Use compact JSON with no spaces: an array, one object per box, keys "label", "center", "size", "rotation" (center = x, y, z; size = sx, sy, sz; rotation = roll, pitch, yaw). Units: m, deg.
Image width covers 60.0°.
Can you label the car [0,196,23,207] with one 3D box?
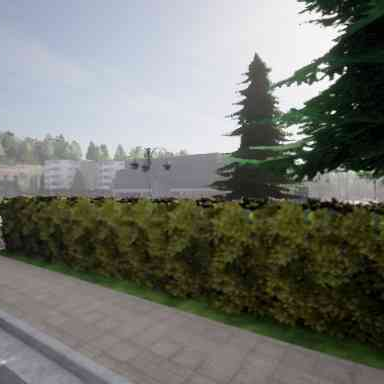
[{"label":"car","center":[-26.917,1.364,48.608],"size":[1.845,1.501,3.633],"rotation":[0,0,39]}]

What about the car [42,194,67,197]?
[{"label":"car","center":[-30.271,1.241,74.887],"size":[2.152,1.636,5.027],"rotation":[0,0,39]}]

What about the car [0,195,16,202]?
[{"label":"car","center":[-42.739,1.366,75.614],"size":[2.007,1.523,4.514],"rotation":[0,0,39]}]

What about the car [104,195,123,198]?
[{"label":"car","center":[-10.671,1.458,49.455],"size":[1.970,1.475,3.806],"rotation":[0,0,39]}]

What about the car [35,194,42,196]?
[{"label":"car","center":[-35.427,1.318,78.721],"size":[1.970,1.475,3.806],"rotation":[0,0,39]}]

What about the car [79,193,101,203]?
[{"label":"car","center":[-20.401,1.166,66.746],"size":[1.905,1.878,3.866],"rotation":[0,0,39]}]

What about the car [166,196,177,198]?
[{"label":"car","center":[-3.650,1.467,53.283],"size":[1.845,1.501,3.633],"rotation":[0,0,39]}]

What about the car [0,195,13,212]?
[{"label":"car","center":[-20.209,1.367,33.194],"size":[2.007,1.523,4.514],"rotation":[0,0,39]}]

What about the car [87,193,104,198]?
[{"label":"car","center":[-17.897,1.188,65.215],"size":[1.932,1.855,4.605],"rotation":[0,0,39]}]
